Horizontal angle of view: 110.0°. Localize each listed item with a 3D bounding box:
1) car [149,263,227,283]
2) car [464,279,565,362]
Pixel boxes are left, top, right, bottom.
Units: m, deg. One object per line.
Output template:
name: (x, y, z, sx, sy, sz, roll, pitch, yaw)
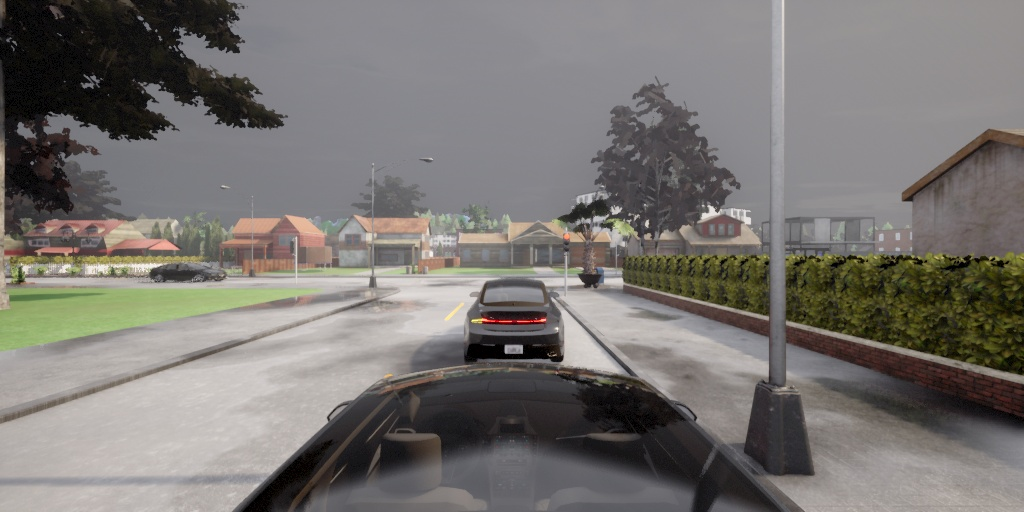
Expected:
car: (-24.129, 1.254, 26.822, 4.892, 1.490, 1.837, 0, 0, 0)
car: (0.052, 1.255, 8.187, 1.837, 1.490, 4.892, 0, 0, 1)
